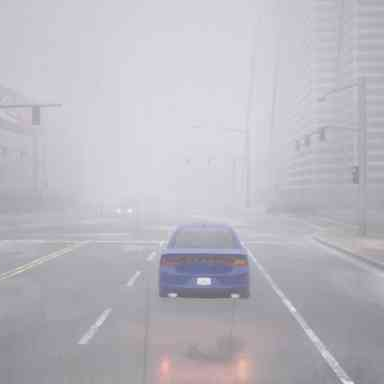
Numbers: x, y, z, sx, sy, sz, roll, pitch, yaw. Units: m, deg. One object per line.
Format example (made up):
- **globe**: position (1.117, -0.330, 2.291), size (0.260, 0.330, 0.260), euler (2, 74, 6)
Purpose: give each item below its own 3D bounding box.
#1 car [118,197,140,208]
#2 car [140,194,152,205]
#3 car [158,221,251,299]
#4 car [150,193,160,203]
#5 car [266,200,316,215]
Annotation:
- **car**: position (-9.081, 1.505, 47.323), size (1.837, 1.490, 4.892), euler (0, 0, 2)
- **car**: position (-8.712, 1.525, 58.219), size (1.812, 1.442, 4.674), euler (0, 0, 2)
- **car**: position (0.313, 1.478, 8.538), size (1.882, 1.535, 5.008), euler (0, 0, 2)
- **car**: position (-8.191, 1.225, 71.648), size (2.150, 2.045, 5.566), euler (0, 0, 2)
- **car**: position (9.737, 1.526, 32.817), size (4.674, 1.442, 1.812), euler (0, 0, 5)
